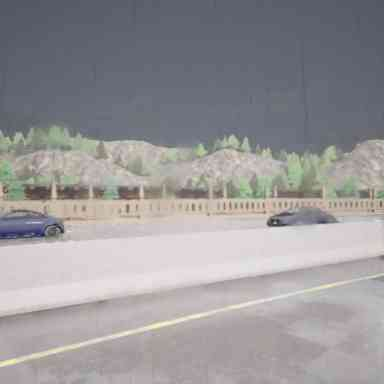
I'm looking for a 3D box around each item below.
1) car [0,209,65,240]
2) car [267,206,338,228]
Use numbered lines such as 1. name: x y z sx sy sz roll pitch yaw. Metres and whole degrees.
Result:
1. car: -8.044 1.498 15.194 4.181 1.385 1.994 0 0 -33
2. car: 6.443 1.552 19.440 4.181 1.385 1.994 0 0 -26
